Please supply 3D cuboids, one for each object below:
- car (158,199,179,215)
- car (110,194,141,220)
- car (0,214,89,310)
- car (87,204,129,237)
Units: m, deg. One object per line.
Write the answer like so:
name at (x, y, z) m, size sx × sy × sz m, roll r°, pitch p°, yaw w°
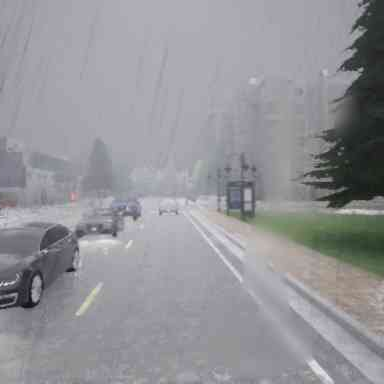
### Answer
car at (-2.337, 1.475, 33.416) m, size 1.812 × 1.442 × 4.674 m, roll -1°, pitch 0°, yaw -4°
car at (-5.568, 1.237, 28.240) m, size 2.150 × 2.045 × 5.566 m, roll -1°, pitch 0°, yaw -4°
car at (-4.100, 1.550, 8.025) m, size 1.837 × 1.490 × 4.892 m, roll -1°, pitch 0°, yaw -4°
car at (-4.833, 1.595, 17.947) m, size 1.994 × 1.385 × 4.181 m, roll -1°, pitch 0°, yaw -4°
